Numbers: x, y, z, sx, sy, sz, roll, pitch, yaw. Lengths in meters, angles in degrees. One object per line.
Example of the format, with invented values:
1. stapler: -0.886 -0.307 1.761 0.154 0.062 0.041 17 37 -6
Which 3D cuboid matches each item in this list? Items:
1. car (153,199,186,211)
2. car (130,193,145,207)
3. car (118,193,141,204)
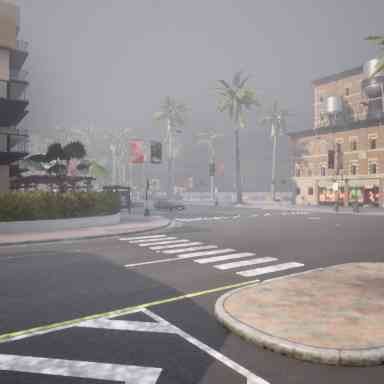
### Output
1. car: -2.949 1.547 41.273 2.033 1.411 5.357 0 0 -35
2. car: -8.818 1.352 49.650 2.097 1.767 4.553 0 0 -35
3. car: -12.673 1.221 67.347 2.150 2.045 5.566 0 0 -38
